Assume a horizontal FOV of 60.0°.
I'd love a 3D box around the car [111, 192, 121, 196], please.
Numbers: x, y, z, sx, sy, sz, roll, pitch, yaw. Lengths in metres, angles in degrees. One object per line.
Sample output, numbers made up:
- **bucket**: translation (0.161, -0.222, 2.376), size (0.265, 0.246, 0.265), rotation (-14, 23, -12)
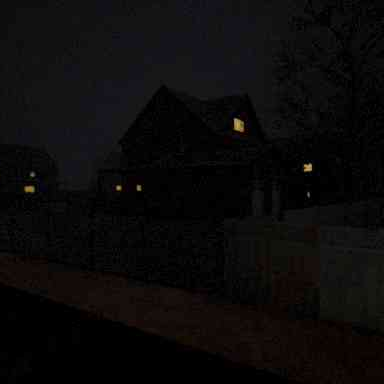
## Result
- **car**: translation (-9.003, 0.762, 42.324), size (2.033, 1.411, 5.357), rotation (1, 2, 35)
